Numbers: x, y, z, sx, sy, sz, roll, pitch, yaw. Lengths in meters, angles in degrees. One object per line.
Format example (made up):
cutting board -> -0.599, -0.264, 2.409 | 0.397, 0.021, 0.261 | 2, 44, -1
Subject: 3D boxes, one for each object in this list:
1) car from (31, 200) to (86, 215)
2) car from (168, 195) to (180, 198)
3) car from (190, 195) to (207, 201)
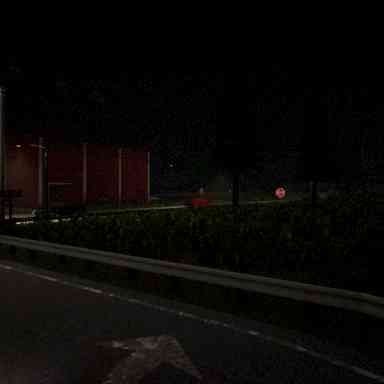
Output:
car -> -11.845, 1.518, 29.817 | 2.128, 1.511, 4.902 | 0, 0, 36
car -> -4.718, 1.532, 85.619 | 1.816, 1.474, 4.193 | 0, 0, 36
car -> 0.895, 1.504, 47.091 | 1.882, 1.535, 5.008 | 0, 0, 37
